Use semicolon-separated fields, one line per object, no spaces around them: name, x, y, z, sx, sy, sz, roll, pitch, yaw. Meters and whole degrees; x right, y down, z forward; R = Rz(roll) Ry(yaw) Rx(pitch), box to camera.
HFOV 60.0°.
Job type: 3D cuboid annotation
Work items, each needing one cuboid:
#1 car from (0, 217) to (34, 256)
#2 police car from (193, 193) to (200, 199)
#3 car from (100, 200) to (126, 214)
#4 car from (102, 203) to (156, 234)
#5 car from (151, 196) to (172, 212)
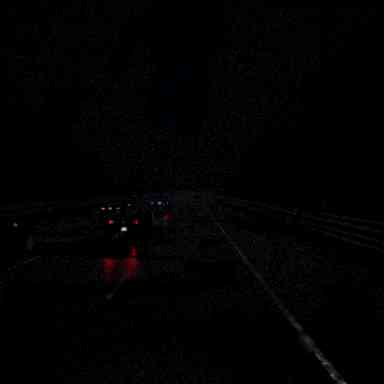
car;-6.904;1.444;10.630;1.882;1.535;5.008;0;0;0
police car;1.226;1.147;90.177;1.930;1.638;5.238;0;0;1
car;-6.912;1.451;30.553;2.033;1.411;5.357;0;0;0
car;-3.407;1.541;18.866;1.895;1.301;4.718;0;0;0
car;-3.414;1.234;37.168;2.097;1.767;4.553;0;0;0
